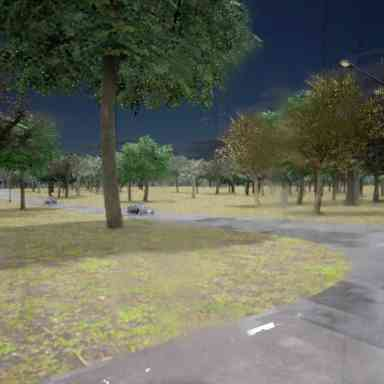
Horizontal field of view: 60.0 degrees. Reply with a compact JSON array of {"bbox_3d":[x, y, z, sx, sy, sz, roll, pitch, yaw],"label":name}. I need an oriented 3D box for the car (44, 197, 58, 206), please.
[{"bbox_3d":[-34.309,2.192,80.674,2.150,2.045,5.566,0,0,-35],"label":"car"}]

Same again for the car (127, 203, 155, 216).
[{"bbox_3d":[-6.346,2.145,40.879,2.128,1.511,4.902,0,-1,-35],"label":"car"}]
